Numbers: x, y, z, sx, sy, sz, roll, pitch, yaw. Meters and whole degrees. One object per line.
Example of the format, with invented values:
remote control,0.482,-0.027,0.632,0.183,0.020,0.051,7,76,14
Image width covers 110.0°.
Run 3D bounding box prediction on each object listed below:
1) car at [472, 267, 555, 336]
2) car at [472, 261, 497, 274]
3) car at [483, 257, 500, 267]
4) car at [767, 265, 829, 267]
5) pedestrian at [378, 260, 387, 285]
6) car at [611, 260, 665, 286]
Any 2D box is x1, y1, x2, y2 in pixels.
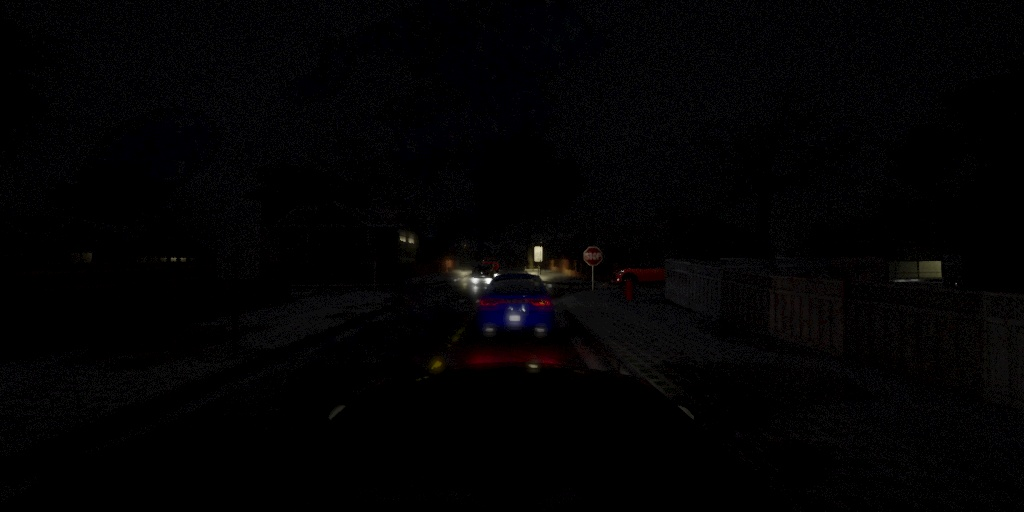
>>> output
car,0.175,1.241,10.472,1.882,1.535,5.008,0,0,3
car,-2.821,1.427,35.669,1.994,1.385,4.181,0,0,0
car,-2.832,1.171,46.860,2.150,2.045,5.566,0,-1,-1
car,15.198,1.053,20.357,4.674,1.442,1.812,-1,-2,0
pedestrian,-9.651,1.200,26.591,0.375,1.860,0.375,0,-1,1
car,8.844,1.068,23.493,4.553,1.767,2.097,-1,-2,3
